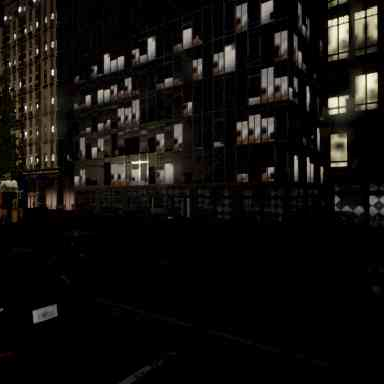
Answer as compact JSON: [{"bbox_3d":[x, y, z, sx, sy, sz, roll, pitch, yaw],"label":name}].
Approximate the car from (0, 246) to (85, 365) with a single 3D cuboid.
[{"bbox_3d":[-3.538,1.566,5.395,4.313,1.339,1.947,0,0,35],"label":"car"}]
